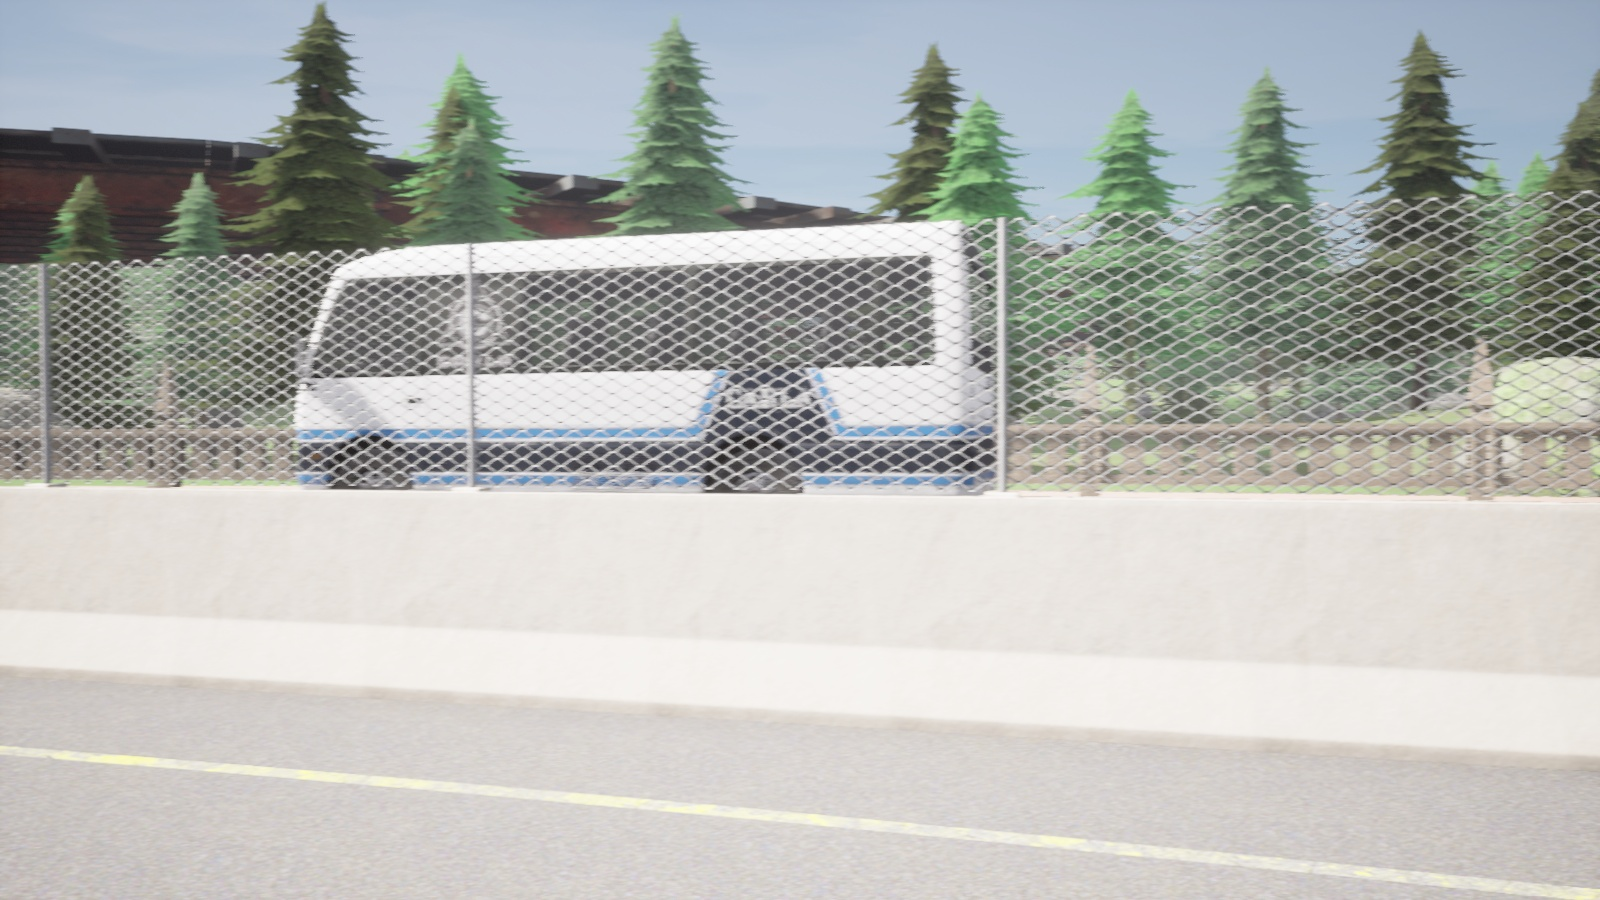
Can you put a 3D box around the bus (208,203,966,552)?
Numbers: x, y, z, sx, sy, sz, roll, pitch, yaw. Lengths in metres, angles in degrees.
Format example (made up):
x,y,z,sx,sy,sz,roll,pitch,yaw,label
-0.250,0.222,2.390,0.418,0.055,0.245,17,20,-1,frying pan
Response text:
x,y,z,sx,sy,sz,roll,pitch,yaw,label
-2.950,-0.926,18.496,10.273,4.253,3.944,0,1,14,bus
